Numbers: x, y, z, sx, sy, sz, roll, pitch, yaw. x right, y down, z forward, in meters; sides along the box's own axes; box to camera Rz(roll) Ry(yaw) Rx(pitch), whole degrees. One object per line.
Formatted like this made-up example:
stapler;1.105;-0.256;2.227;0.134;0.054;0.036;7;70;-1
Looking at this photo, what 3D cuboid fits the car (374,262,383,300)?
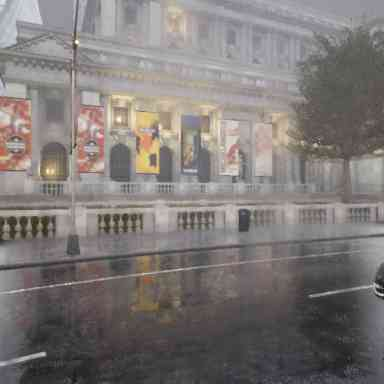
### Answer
car;5.921;1.502;6.780;4.892;1.490;1.837;0;0;-24
